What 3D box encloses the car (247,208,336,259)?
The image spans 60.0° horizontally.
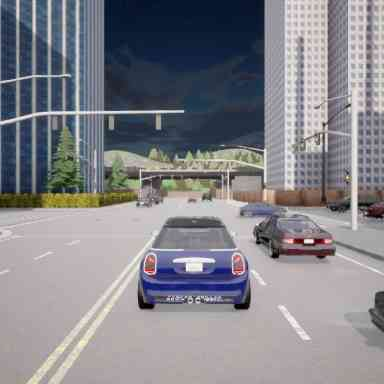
[{"bbox_3d":[3.602,1.547,12.641,2.033,1.411,5.357,0,0,1],"label":"car"}]

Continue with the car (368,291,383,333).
[{"bbox_3d":[3.599,1.547,2.573,2.033,1.411,5.357,0,0,0],"label":"car"}]

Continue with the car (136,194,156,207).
[{"bbox_3d":[-7.127,1.491,49.781,2.128,1.511,4.902,0,0,0],"label":"car"}]

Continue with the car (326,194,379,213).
[{"bbox_3d":[17.820,1.221,36.622,5.566,2.045,2.150,0,0,0],"label":"car"}]

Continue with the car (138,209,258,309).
[{"bbox_3d":[0.054,1.352,8.012,2.097,1.767,4.553,0,0,0],"label":"car"}]

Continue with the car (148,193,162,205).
[{"bbox_3d":[-7.110,1.221,59.648,2.150,2.045,5.566,0,0,0],"label":"car"}]

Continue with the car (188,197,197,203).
[{"bbox_3d":[0.057,1.600,68.455,1.895,1.301,4.718,0,0,0],"label":"car"}]

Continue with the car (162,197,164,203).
[{"bbox_3d":[-7.045,1.552,69.514,1.994,1.385,4.181,0,0,0],"label":"car"}]

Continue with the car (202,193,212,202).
[{"bbox_3d":[3.450,1.202,77.733,2.150,2.045,5.566,0,0,0],"label":"car"}]

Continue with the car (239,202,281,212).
[{"bbox_3d":[6.221,1.564,29.370,4.181,1.385,1.994,0,0,-1],"label":"car"}]

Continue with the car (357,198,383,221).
[{"bbox_3d":[16.041,1.477,25.927,5.008,1.535,1.882,0,0,0],"label":"car"}]
